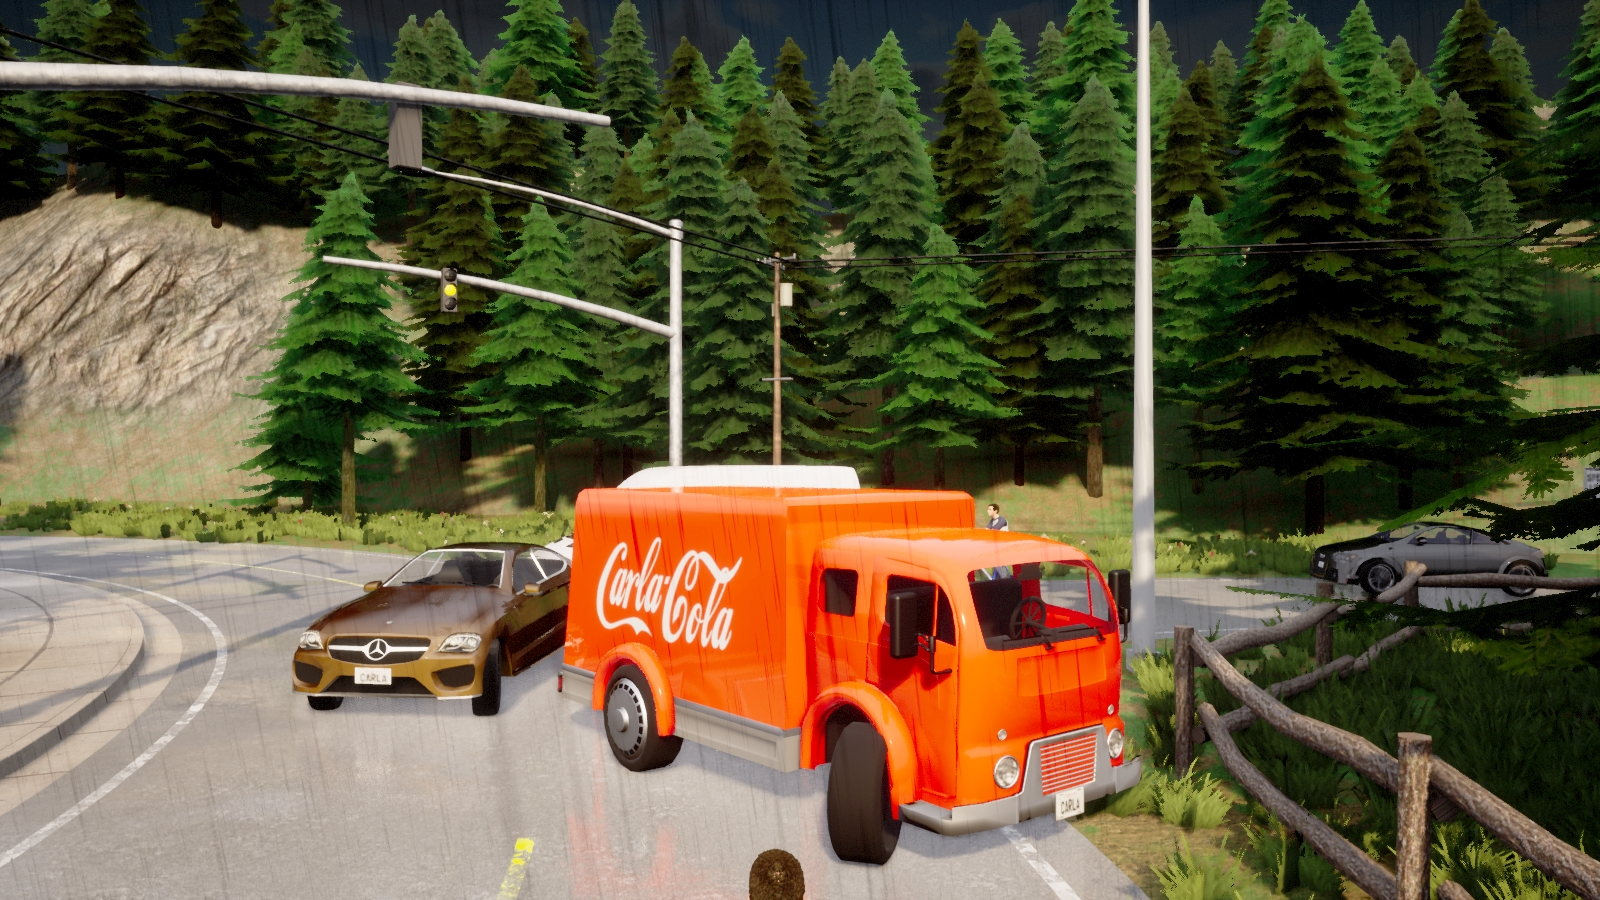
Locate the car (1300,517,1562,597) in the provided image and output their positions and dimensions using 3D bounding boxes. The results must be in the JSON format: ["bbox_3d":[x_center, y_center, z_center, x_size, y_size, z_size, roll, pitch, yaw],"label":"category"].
[{"bbox_3d":[12.589,2.119,23.051,4.181,1.385,1.994,0,0,6],"label":"car"}]

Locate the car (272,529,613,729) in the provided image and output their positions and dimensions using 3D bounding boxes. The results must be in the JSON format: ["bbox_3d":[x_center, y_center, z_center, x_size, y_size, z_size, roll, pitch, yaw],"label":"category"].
[{"bbox_3d":[-4.038,1.970,14.038,2.152,1.651,5.027,0,0,6],"label":"car"}]

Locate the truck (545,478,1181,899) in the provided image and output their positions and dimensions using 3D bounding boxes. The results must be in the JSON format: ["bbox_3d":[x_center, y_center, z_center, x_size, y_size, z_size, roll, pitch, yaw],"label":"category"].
[{"bbox_3d":[0.202,1.542,9.769,2.627,2.467,5.204,0,0,-39],"label":"truck"}]

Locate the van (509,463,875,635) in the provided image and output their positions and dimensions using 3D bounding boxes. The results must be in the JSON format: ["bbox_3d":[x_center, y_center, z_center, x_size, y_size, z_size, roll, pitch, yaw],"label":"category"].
[{"bbox_3d":[-1.776,1.528,19.549,5.915,2.561,1.988,0,0,-27],"label":"van"}]

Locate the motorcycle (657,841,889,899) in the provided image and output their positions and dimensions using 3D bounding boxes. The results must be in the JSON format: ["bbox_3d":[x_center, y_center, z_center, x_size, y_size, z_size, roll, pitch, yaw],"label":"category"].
[{"bbox_3d":[-0.074,2.159,3.526,0.803,1.199,2.033,0,0,-2],"label":"motorcycle"}]
